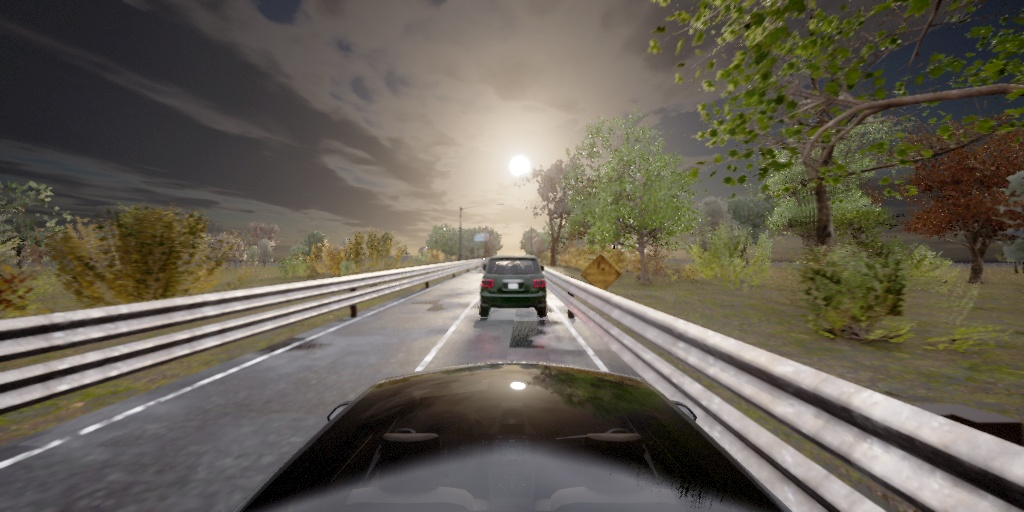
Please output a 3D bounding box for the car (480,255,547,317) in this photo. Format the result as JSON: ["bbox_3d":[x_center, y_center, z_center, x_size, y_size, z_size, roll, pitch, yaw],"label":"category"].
[{"bbox_3d":[0.057,0.959,13.314,2.150,2.045,5.566,0,1,0],"label":"car"}]

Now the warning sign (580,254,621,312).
[{"bbox_3d":[2.845,0.857,11.428,1.300,1.860,1.060,0,0,0],"label":"warning sign"}]

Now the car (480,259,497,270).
[{"bbox_3d":[-3.339,1.153,50.979,2.033,1.411,5.357,0,0,0],"label":"car"}]
